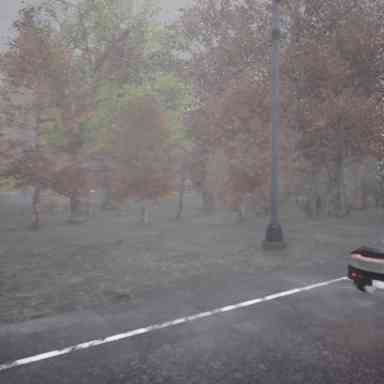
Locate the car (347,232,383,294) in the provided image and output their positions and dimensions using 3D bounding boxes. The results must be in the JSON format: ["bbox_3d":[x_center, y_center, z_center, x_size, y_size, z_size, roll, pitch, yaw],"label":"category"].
[{"bbox_3d":[5.570,1.564,7.736,4.902,1.511,2.128,0,0,-35],"label":"car"}]
